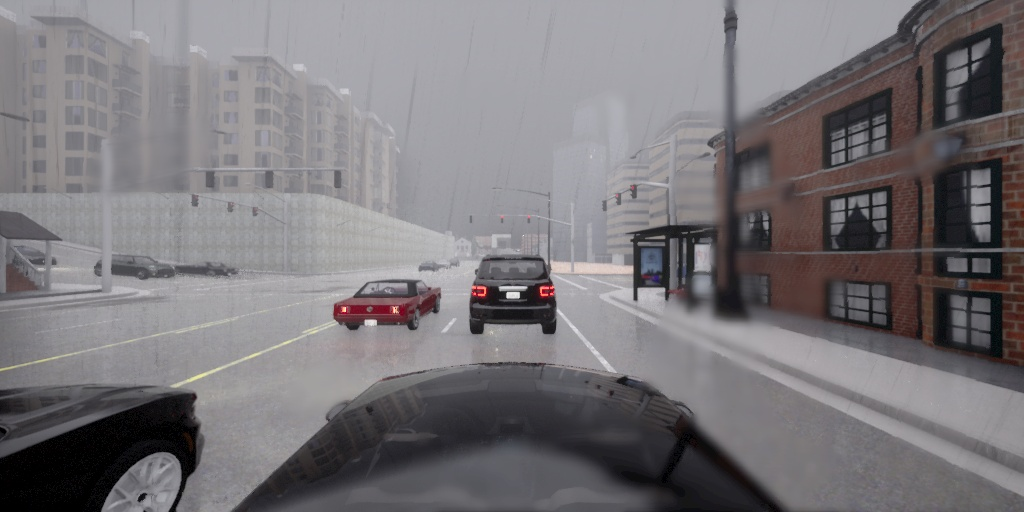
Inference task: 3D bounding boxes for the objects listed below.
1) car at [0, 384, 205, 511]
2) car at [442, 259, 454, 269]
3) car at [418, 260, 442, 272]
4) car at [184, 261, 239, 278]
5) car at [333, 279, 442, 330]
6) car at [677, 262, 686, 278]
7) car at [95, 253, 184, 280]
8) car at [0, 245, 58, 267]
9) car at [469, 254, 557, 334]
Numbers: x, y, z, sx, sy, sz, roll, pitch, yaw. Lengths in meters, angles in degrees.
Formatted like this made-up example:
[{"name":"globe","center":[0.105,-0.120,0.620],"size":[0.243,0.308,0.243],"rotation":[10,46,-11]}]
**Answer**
[{"name":"car","center":[-3.405,1.227,0.822],"size":[1.882,1.535,5.008],"rotation":[0,0,0]},{"name":"car","center":[-10.885,1.299,56.922],"size":[1.812,1.442,4.674],"rotation":[0,0,-1]},{"name":"car","center":[-10.842,1.333,46.942],"size":[1.994,1.385,4.181],"rotation":[0,0,0]},{"name":"car","center":[-26.287,1.114,30.604],"size":[4.718,1.301,1.895],"rotation":[4,0,-1]},{"name":"car","center":[-3.473,1.355,11.047],"size":[1.895,1.301,4.718],"rotation":[0,0,0]},{"name":"car","center":[14.319,1.240,30.962],"size":[5.008,1.535,1.882],"rotation":[0,0,-1]},{"name":"car","center":[-28.078,0.730,26.889],"size":[4.553,1.767,2.097],"rotation":[5,0,0]},{"name":"car","center":[-36.883,-0.061,26.808],"size":[4.181,1.385,1.994],"rotation":[9,0,-1]},{"name":"car","center":[0.025,0.975,10.731],"size":[2.150,2.045,5.566],"rotation":[0,0,0]}]
